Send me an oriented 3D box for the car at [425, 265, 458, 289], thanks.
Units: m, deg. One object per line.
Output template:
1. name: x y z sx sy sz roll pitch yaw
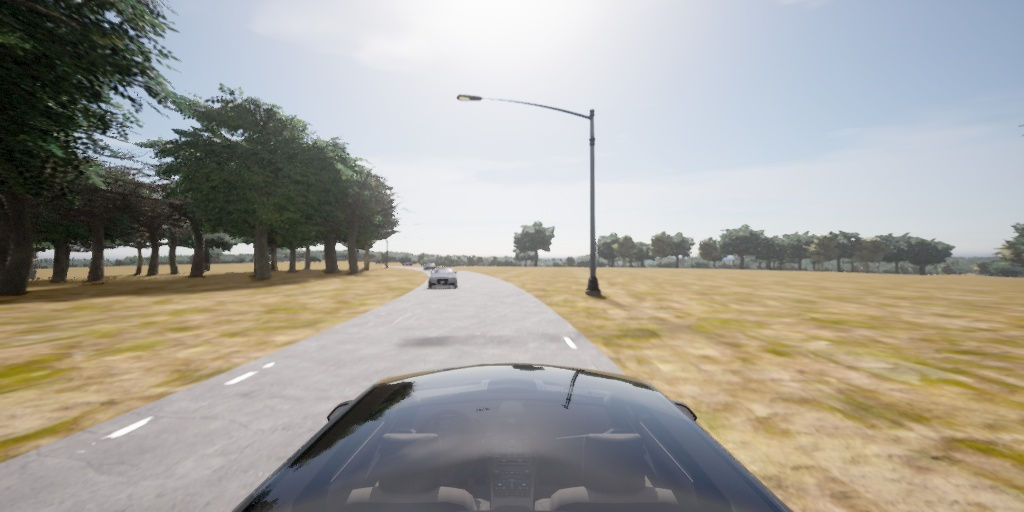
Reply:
1. car: -4.833 1.549 25.559 1.994 1.385 4.181 0 -1 -8
